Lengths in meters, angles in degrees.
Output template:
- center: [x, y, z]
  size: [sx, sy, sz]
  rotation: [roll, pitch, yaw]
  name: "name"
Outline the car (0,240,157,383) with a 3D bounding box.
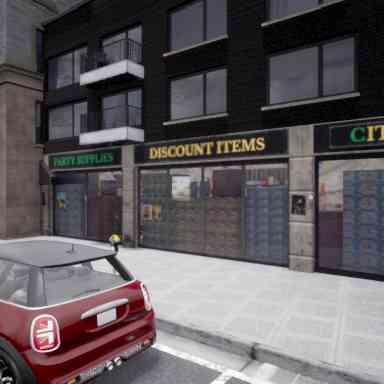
- center: [-2.542, 1.440, 4.894]
  size: [4.097, 1.590, 1.967]
  rotation: [0, 0, 36]
  name: "car"
